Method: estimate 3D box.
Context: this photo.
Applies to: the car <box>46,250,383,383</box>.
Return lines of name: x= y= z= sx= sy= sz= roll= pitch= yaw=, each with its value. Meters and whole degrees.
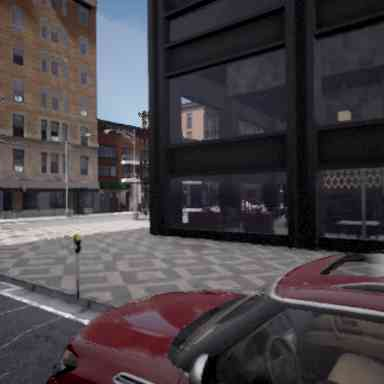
car: x=1.242 y=1.315 z=1.974 sx=5.009 sy=1.841 sz=2.192 roll=0 pitch=-1 yaw=35

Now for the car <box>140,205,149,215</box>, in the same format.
car: x=-3.863 y=1.746 z=38.528 sx=2.097 sy=1.767 sz=4.553 roll=-1 pitch=-1 yaw=36
